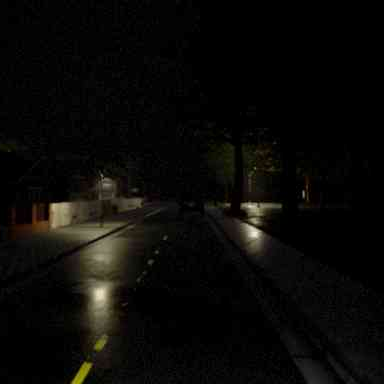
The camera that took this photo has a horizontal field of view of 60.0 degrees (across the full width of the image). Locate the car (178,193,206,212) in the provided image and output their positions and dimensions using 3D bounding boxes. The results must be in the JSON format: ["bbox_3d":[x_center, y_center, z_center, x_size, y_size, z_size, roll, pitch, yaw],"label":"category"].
[{"bbox_3d":[-0.030,1.094,28.329,2.150,2.045,5.566,0,-1,0],"label":"car"}]

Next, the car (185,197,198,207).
[{"bbox_3d":[-0.060,1.690,57.639,2.128,1.511,4.902,0,-1,0],"label":"car"}]
